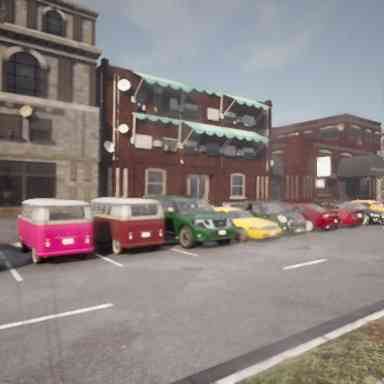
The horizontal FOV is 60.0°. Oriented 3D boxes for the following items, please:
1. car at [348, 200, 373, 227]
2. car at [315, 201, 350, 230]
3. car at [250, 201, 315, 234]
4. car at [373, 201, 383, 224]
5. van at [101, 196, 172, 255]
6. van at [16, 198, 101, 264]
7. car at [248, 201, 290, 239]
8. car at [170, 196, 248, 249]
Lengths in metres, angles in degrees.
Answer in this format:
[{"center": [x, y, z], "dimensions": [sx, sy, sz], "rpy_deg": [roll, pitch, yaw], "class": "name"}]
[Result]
[{"center": [8.510, 1.426, 21.451], "dimensions": [2.163, 1.488, 4.792], "rpy_deg": [0, 0, -35], "class": "car"}, {"center": [6.263, 1.413, 19.813], "dimensions": [2.097, 1.535, 5.008], "rpy_deg": [0, 0, -35], "class": "car"}, {"center": [3.976, 1.303, 18.233], "dimensions": [2.185, 1.767, 4.553], "rpy_deg": [0, 0, -35], "class": "car"}, {"center": [10.789, 1.381, 23.041], "dimensions": [2.231, 1.521, 4.892], "rpy_deg": [0, 0, -35], "class": "car"}, {"center": [-2.873, 1.240, 13.475], "dimensions": [1.878, 1.987, 4.442], "rpy_deg": [0, 0, -35], "class": "van"}, {"center": [-5.039, 1.249, 11.942], "dimensions": [1.878, 1.987, 4.442], "rpy_deg": [0, 0, -35], "class": "van"}, {"center": [1.937, 1.440, 16.519], "dimensions": [1.946, 1.575, 5.366], "rpy_deg": [0, 0, -35], "class": "car"}, {"center": [-0.423, 1.203, 15.033], "dimensions": [2.435, 2.045, 5.566], "rpy_deg": [0, 0, -35], "class": "car"}]
